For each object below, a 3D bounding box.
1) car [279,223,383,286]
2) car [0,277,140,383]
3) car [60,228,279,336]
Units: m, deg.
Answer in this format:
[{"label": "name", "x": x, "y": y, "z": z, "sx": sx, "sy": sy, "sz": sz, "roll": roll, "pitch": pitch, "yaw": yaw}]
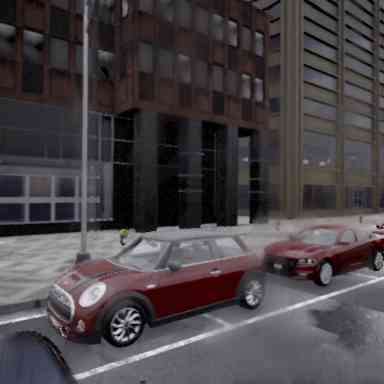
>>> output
[{"label": "car", "x": 3.967, "y": 1.636, "z": 9.689, "sx": 4.507, "sy": 1.381, "sz": 1.887, "roll": 1, "pitch": 0, "yaw": -37}, {"label": "car", "x": -3.047, "y": 1.547, "z": 1.117, "sx": 5.357, "sy": 1.411, "sz": 2.033, "roll": 1, "pitch": -1, "yaw": -37}, {"label": "car", "x": -0.516, "y": 1.490, "z": 6.333, "sx": 4.097, "sy": 1.590, "sz": 1.967, "roll": 1, "pitch": 0, "yaw": -37}]
